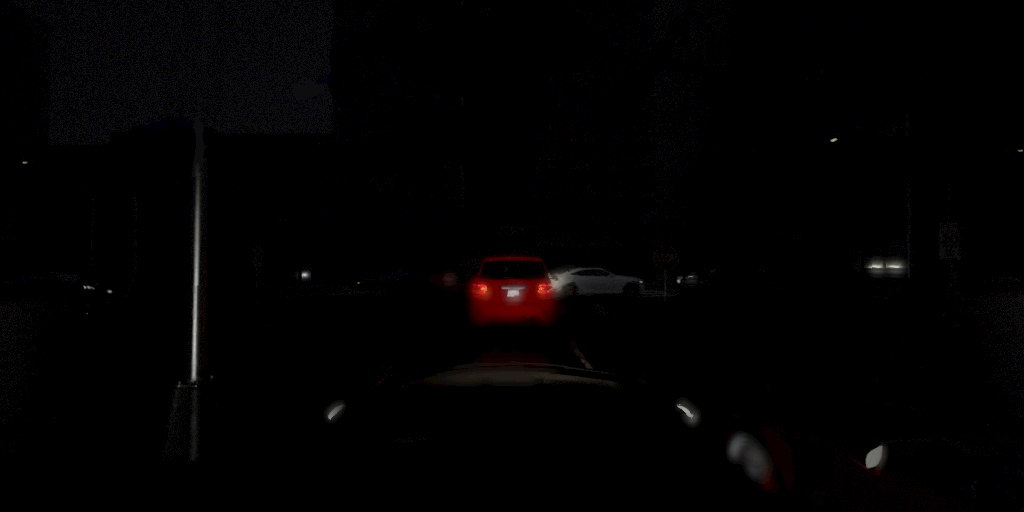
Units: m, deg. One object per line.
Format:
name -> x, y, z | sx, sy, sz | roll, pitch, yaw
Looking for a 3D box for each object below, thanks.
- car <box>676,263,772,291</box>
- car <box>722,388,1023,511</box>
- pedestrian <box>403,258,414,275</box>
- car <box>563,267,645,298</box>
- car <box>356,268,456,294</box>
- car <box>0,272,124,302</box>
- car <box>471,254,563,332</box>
car -> 11.982, 1.152, 20.457 | 4.902, 1.511, 2.128 | -1, -1, 0
car -> 2.638, 1.332, 1.373 | 1.802, 1.307, 4.207 | 0, 0, 0
pedestrian -> -6.809, 1.037, 23.462 | 0.375, 1.860, 0.375 | 0, 0, 0
car -> 4.027, 1.232, 17.522 | 4.674, 1.442, 1.812 | -1, 0, 0
car -> -5.958, 1.378, 20.539 | 5.357, 1.411, 2.033 | -1, -1, 0
car -> -22.115, 1.501, 17.668 | 4.674, 1.442, 1.812 | -1, -1, 0
car -> -0.041, 0.972, 11.083 | 2.150, 2.045, 5.566 | 0, 0, -2
